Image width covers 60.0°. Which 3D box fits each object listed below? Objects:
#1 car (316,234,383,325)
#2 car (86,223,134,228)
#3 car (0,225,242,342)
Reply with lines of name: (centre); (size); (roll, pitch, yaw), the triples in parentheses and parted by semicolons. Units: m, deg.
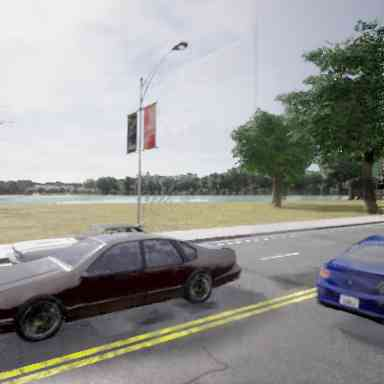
car: (4.330, 1.550, 6.535); (4.674, 1.442, 1.812); (0, 0, -36)
car: (-2.686, 1.611, 9.753); (4.718, 1.301, 1.895); (0, 0, -36)
car: (-1.427, 1.556, 6.659); (5.357, 1.411, 2.033); (0, 0, -36)
